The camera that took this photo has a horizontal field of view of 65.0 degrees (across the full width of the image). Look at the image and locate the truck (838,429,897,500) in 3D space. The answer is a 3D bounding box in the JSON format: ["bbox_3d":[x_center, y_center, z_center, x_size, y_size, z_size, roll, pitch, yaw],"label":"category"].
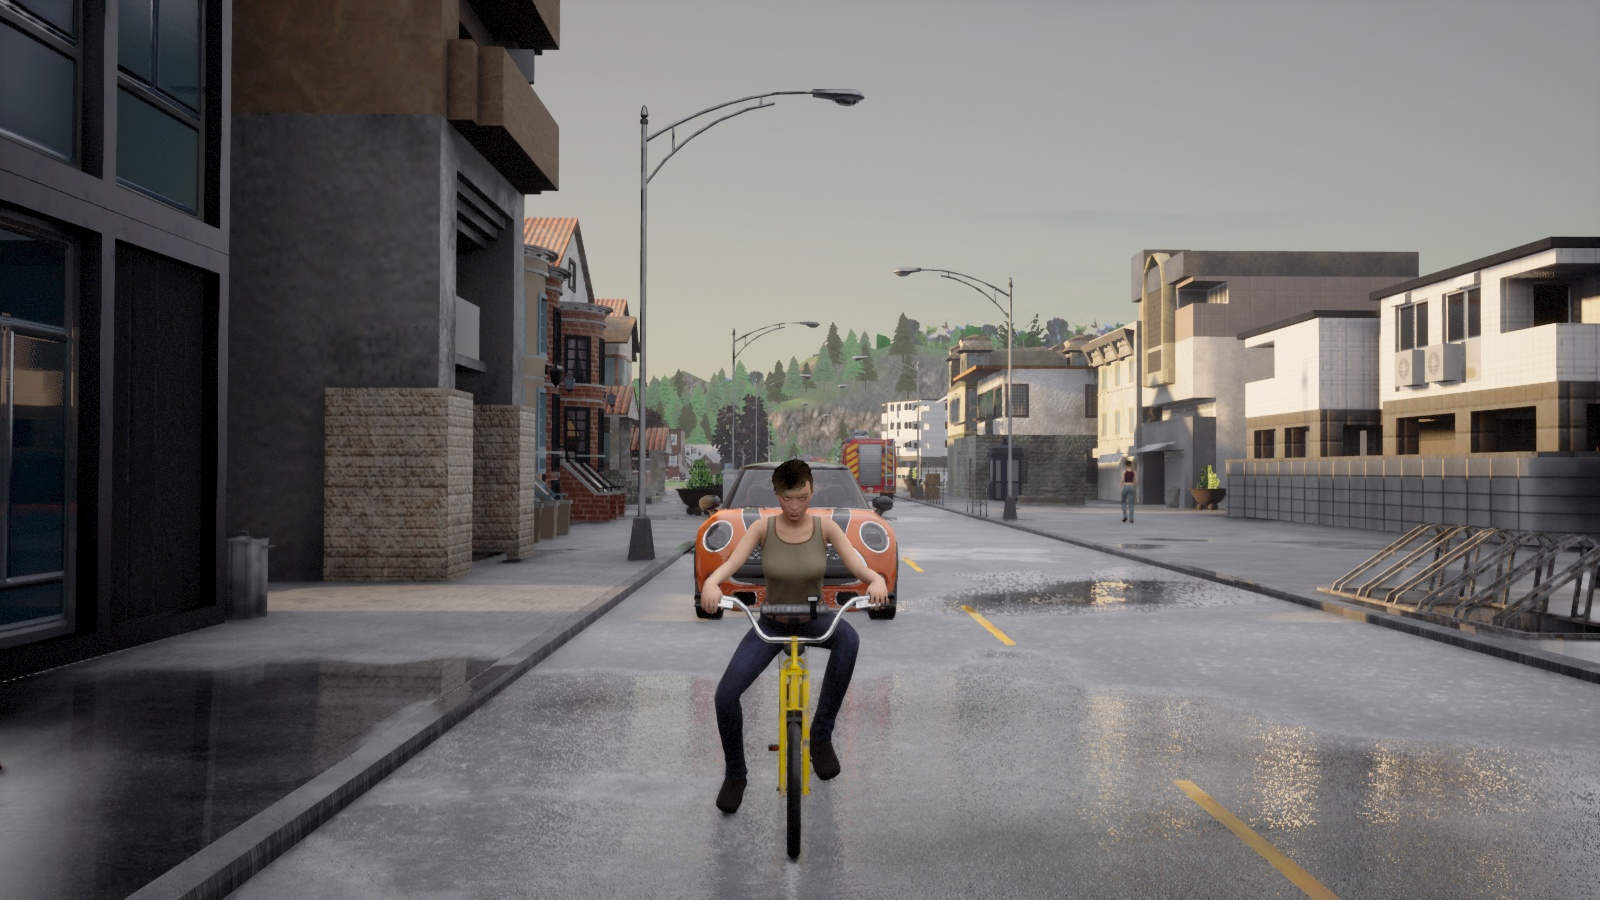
[{"bbox_3d":[3.813,0.850,72.557,2.891,3.827,8.468,0,-1,0],"label":"truck"}]

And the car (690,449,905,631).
[{"bbox_3d":[-0.038,0.917,14.551,2.097,1.767,4.553,0,-1,0],"label":"car"}]

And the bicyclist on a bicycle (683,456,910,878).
[{"bbox_3d":[-0.019,0.845,5.583,0.866,1.612,1.509,0,-1,0],"label":"bicyclist on a bicycle"}]
